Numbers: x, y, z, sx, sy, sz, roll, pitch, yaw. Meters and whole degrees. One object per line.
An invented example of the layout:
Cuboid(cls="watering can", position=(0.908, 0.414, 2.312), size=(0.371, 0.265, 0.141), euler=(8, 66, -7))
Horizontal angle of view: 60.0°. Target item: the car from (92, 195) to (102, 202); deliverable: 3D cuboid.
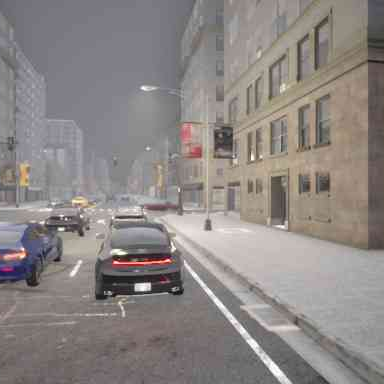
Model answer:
Cuboid(cls="car", position=(-22.202, 1.505, 77.532), size=(1.837, 1.490, 4.892), euler=(0, 0, -12))

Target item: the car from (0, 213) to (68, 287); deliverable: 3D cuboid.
Cuboid(cls="car", position=(-4.813, 1.528, 9.065), size=(1.812, 1.442, 4.674), euler=(0, 0, -12))

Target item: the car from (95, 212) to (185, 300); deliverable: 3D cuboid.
Cuboid(cls="car", position=(-1.387, 1.507, 8.509), size=(1.837, 1.490, 4.892), euler=(0, 0, -11))

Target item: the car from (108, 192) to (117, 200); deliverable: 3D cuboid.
Cuboid(cls="car", position=(-21.017, 1.123, 87.983), size=(2.150, 2.045, 5.566), euler=(0, 0, -12))

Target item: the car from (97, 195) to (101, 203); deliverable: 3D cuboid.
Cuboid(cls="car", position=(-20.186, 1.581, 67.653), size=(1.994, 1.385, 4.181), euler=(0, 0, -12))

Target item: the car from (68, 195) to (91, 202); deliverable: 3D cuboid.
Cuboid(cls="car", position=(-16.465, 1.501, 48.963), size=(1.882, 1.535, 5.008), euler=(0, 0, -11))

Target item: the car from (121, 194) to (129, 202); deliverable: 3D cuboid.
Cuboid(cls="car", position=(-15.743, 1.503, 78.394), size=(1.882, 1.535, 5.008), euler=(0, 0, -12))

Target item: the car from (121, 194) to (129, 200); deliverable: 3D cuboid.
Cuboid(cls="car", position=(-17.826, 1.398, 88.603), size=(1.837, 1.490, 4.892), euler=(0, 0, -12))

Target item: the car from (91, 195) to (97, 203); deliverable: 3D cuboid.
Cuboid(cls="car", position=(-18.285, 1.378, 58.046), size=(2.097, 1.767, 4.553), euler=(0, 0, -12))

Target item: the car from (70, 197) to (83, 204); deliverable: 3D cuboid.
Cuboid(cls="car", position=(-23.489, 1.624, 67.585), size=(1.895, 1.301, 4.718), euler=(0, 0, -12))

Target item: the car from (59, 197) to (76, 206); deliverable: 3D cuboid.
Cuboid(cls="car", position=(-21.546, 1.574, 57.747), size=(2.033, 1.411, 5.357), euler=(0, 0, -11))

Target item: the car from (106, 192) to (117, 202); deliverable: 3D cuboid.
Cuboid(cls="car", position=(-18.934, 1.250, 77.774), size=(2.150, 2.045, 5.566), euler=(0, 0, -12))

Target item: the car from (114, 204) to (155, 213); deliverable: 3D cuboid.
Cuboid(cls="car", position=(-3.347, 1.497, 17.627), size=(2.128, 1.511, 4.902), euler=(0, 0, -12))

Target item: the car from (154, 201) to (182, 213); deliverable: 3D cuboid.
Cuboid(cls="car", position=(-3.619, 1.633, 37.431), size=(4.718, 1.301, 1.895), euler=(1, 0, 6))

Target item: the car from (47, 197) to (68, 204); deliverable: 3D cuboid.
Cuboid(cls="car", position=(-19.674, 1.515, 48.182), size=(2.128, 1.511, 4.902), euler=(0, 0, -15))

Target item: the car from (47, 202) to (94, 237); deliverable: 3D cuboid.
Cuboid(cls="car", position=(-6.642, 1.511, 18.028), size=(1.837, 1.490, 4.892), euler=(0, 0, -12))
